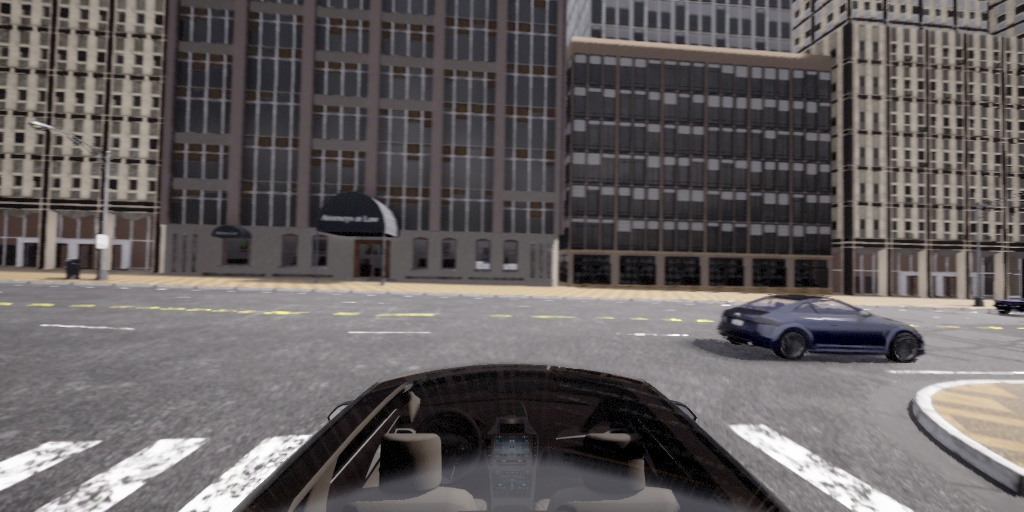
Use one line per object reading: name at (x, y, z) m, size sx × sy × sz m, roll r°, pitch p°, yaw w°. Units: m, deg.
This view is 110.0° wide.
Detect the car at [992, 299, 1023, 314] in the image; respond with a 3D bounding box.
car at (31.044, 2.877, 20.756) m, size 4.718 × 1.301 × 1.895 m, roll 2°, pitch -1°, yaw -5°

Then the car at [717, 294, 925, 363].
car at (7.442, 1.673, 8.856) m, size 4.181 × 1.385 × 1.994 m, roll 3°, pitch -1°, yaw -5°
